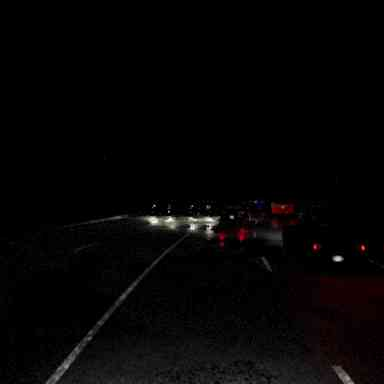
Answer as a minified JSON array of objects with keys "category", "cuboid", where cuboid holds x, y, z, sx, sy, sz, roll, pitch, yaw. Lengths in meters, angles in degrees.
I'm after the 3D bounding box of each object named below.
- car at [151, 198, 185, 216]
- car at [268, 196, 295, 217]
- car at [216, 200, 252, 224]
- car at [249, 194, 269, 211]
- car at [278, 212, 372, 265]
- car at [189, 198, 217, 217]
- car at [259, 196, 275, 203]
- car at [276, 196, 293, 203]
[{"category":"car","cuboid":[-2.246,1.348,32.314,2.097,1.767,4.553,0,0,17]},{"category":"car","cuboid":[8.807,1.396,31.962,2.097,1.767,4.553,0,0,17]},{"category":"car","cuboid":[3.208,1.545,24.748,1.812,1.442,4.674,0,0,13]},{"category":"car","cuboid":[8.457,1.266,41.475,2.150,2.045,5.566,0,0,22]},{"category":"car","cuboid":[4.437,1.619,11.744,1.895,1.301,4.718,0,0,6]},{"category":"car","cuboid":[1.260,1.363,31.866,2.097,1.767,4.553,0,0,17]},{"category":"car","cuboid":[15.964,1.585,70.371,1.812,1.442,4.674,0,0,34]},{"category":"car","cuboid":[19.300,1.531,69.044,1.882,1.535,5.008,0,0,34]}]
